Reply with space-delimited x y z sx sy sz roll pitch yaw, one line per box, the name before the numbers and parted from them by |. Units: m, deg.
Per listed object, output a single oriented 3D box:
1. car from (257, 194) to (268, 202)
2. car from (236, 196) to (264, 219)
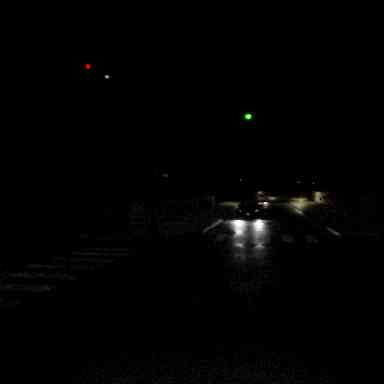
car | 12.277 1.080 58.758 1.812 1.442 4.674 -1 0 15
car | 4.675 1.349 26.985 1.812 1.442 4.674 -1 0 13
